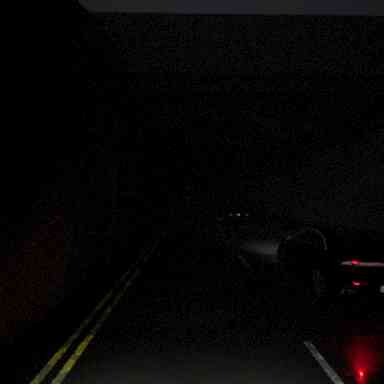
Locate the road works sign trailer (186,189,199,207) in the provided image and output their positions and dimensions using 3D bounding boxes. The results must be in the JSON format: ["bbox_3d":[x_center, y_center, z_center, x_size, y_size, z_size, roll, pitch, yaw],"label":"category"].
[{"bbox_3d":[0.056,1.169,67.244,2.380,3.560,2.880,0,-1,0],"label":"road works sign trailer"}]

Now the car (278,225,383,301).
[{"bbox_3d":[3.607,1.582,8.528,2.128,1.511,4.902,0,-1,0],"label":"car"}]

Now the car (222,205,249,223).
[{"bbox_3d":[3.624,1.845,28.301,2.033,1.411,5.357,0,-1,0],"label":"car"}]
